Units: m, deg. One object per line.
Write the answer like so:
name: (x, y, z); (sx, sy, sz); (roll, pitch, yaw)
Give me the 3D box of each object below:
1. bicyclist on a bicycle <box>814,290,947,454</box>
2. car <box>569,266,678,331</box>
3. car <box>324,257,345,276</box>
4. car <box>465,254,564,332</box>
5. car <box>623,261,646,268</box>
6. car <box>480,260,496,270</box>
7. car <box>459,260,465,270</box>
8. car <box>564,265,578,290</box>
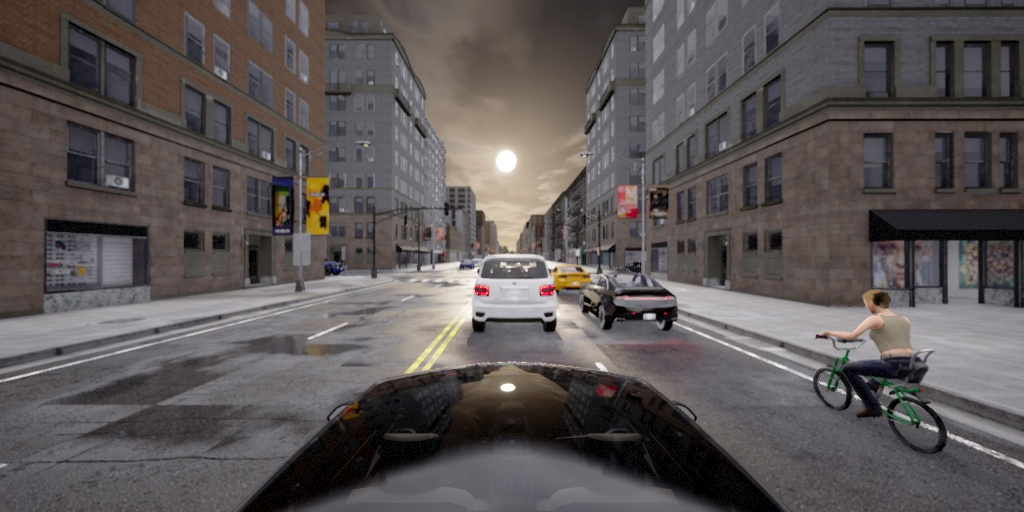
bicyclist on a bicycle: (4.123, 1.186, 4.140); (0.866, 1.612, 1.509); (0, 0, 0)
car: (3.310, 1.242, 11.041); (2.128, 1.511, 4.902); (0, 0, 0)
car: (-19.851, 0.954, 36.019); (5.566, 2.045, 2.150); (0, 0, 2)
car: (0.067, 0.972, 10.965); (2.150, 2.045, 5.566); (0, 0, 0)
car: (13.770, 1.309, 39.002); (4.892, 1.490, 1.837); (0, 0, 2)
car: (-3.518, 1.327, 53.292); (1.994, 1.385, 4.181); (0, 0, 0)
car: (-6.778, 1.241, 54.297); (1.882, 1.535, 5.008); (0, 0, 0)
car: (3.185, 1.230, 20.531); (1.882, 1.535, 5.008); (0, 0, 0)
